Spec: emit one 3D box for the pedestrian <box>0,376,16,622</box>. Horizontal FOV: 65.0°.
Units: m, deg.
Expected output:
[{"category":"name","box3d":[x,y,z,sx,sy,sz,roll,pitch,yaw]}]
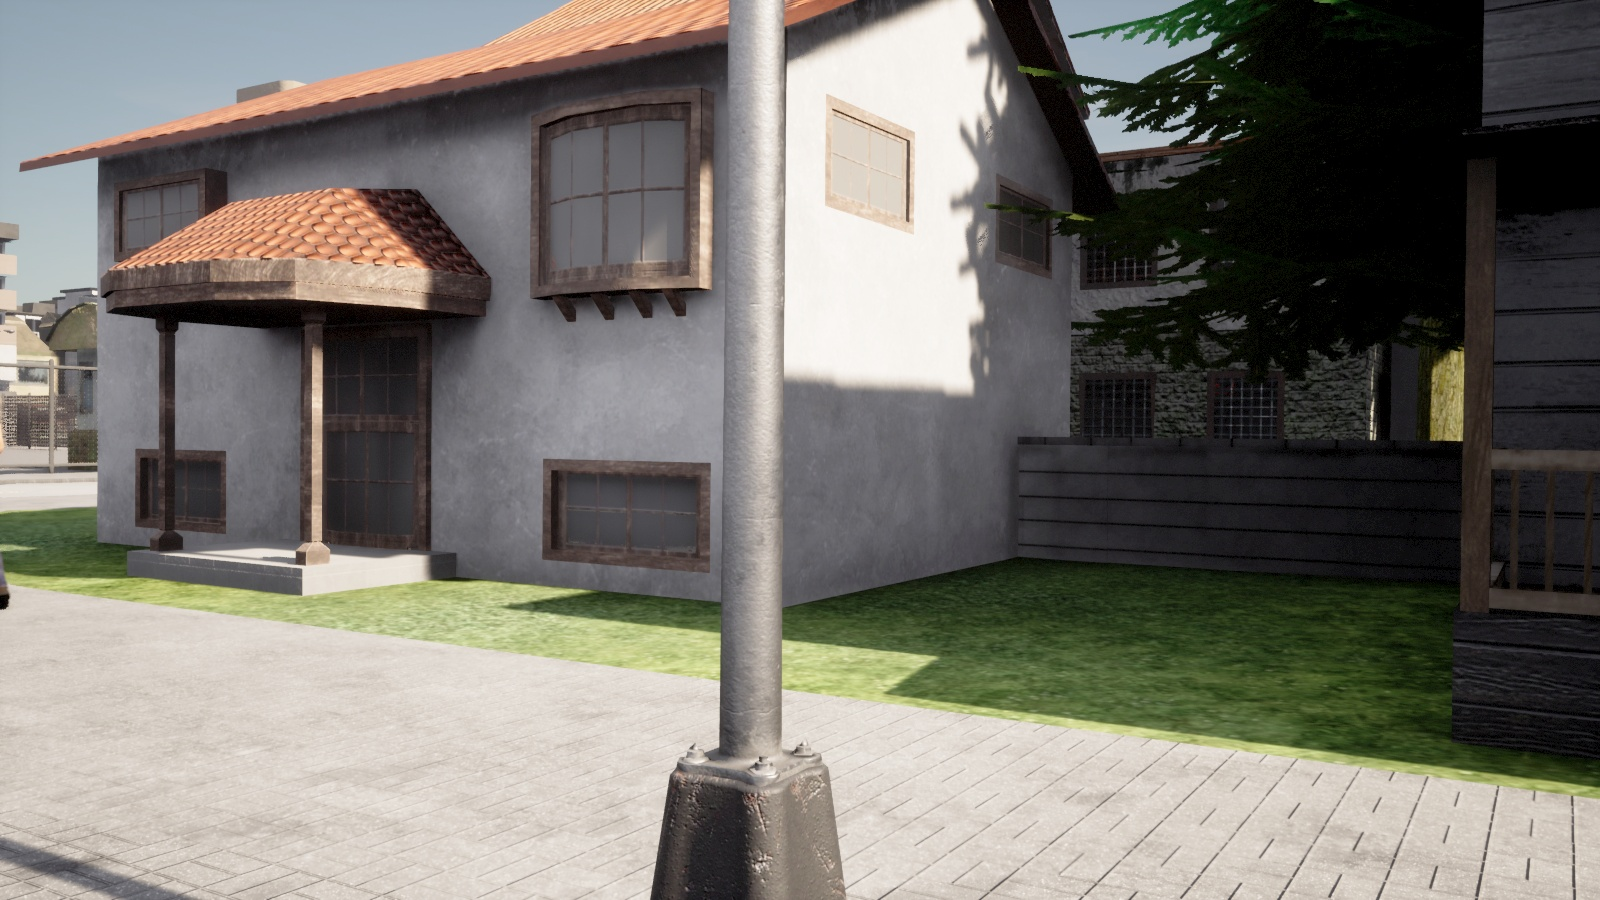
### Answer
[{"category":"pedestrian","box3d":[-6.272,0.368,9.474,0.594,1.836,0.345,0,1,32]}]
